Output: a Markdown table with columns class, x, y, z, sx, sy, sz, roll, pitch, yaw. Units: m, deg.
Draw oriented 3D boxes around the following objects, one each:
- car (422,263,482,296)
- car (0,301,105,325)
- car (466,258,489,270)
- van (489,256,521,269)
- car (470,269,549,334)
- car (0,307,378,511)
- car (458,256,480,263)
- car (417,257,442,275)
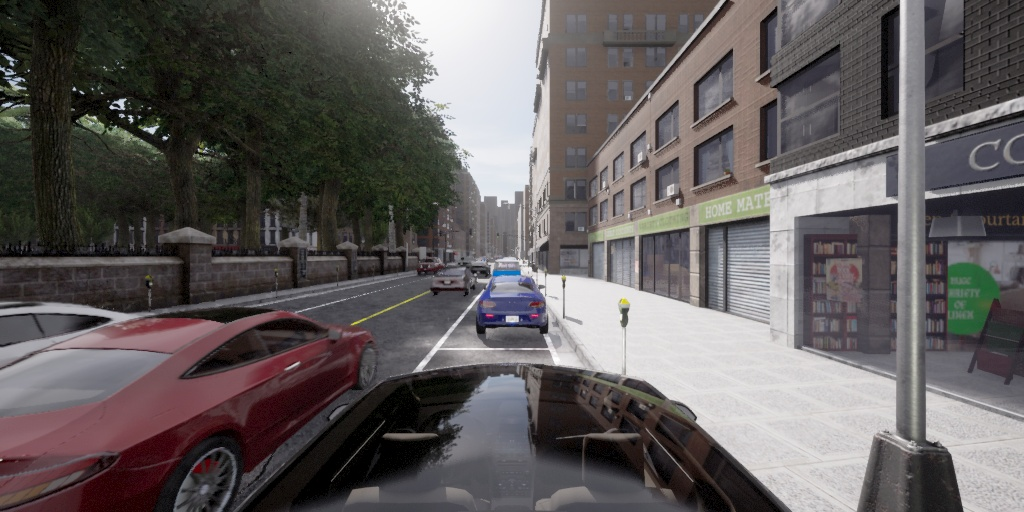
| class | x | y | z | sx | sy | sz | roll | pitch | yaw |
| --- | --- | --- | --- | --- | --- | --- | --- | --- | --- |
| car | -3.037 | 1.291 | 19.360 | 2.033 | 1.411 | 5.357 | 0 | 0 | 0 |
| car | -6.244 | 1.275 | 3.786 | 1.812 | 1.442 | 4.674 | 0 | 0 | 0 |
| car | -3.131 | 1.236 | 35.493 | 1.837 | 1.490 | 4.892 | 0 | 0 | 0 |
| van | -0.279 | 1.083 | 21.847 | 1.690 | 1.789 | 3.998 | 0 | 0 | 0 |
| car | 0.008 | 1.274 | 10.498 | 1.812 | 1.442 | 4.674 | 0 | 0 | 0 |
| car | -3.046 | 1.275 | 3.823 | 1.812 | 1.442 | 4.674 | 0 | 0 | 0 |
| car | -6.124 | 0.992 | 49.258 | 2.150 | 2.045 | 5.566 | 0 | 0 | 0 |
| car | -8.796 | 1.041 | 38.793 | 2.192 | 1.841 | 5.009 | 0 | 0 | 0 |
